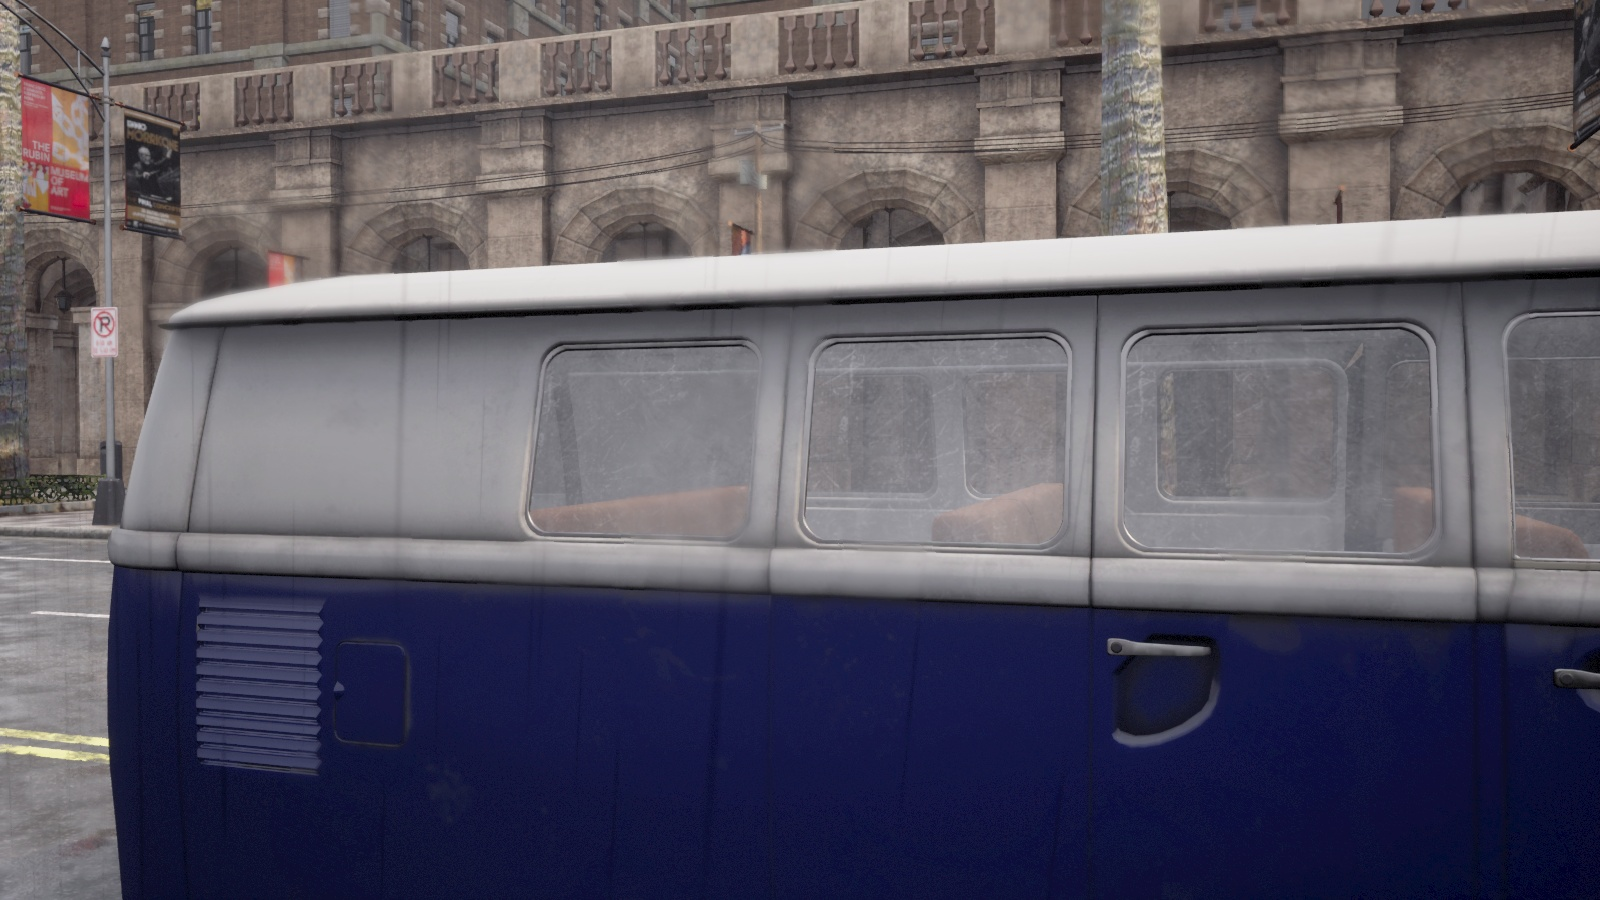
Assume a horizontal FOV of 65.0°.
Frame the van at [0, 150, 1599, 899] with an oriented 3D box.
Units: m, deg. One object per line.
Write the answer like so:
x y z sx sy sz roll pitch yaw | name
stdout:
0.567 0.533 2.993 4.442 1.987 1.775 1 1 18 | van
